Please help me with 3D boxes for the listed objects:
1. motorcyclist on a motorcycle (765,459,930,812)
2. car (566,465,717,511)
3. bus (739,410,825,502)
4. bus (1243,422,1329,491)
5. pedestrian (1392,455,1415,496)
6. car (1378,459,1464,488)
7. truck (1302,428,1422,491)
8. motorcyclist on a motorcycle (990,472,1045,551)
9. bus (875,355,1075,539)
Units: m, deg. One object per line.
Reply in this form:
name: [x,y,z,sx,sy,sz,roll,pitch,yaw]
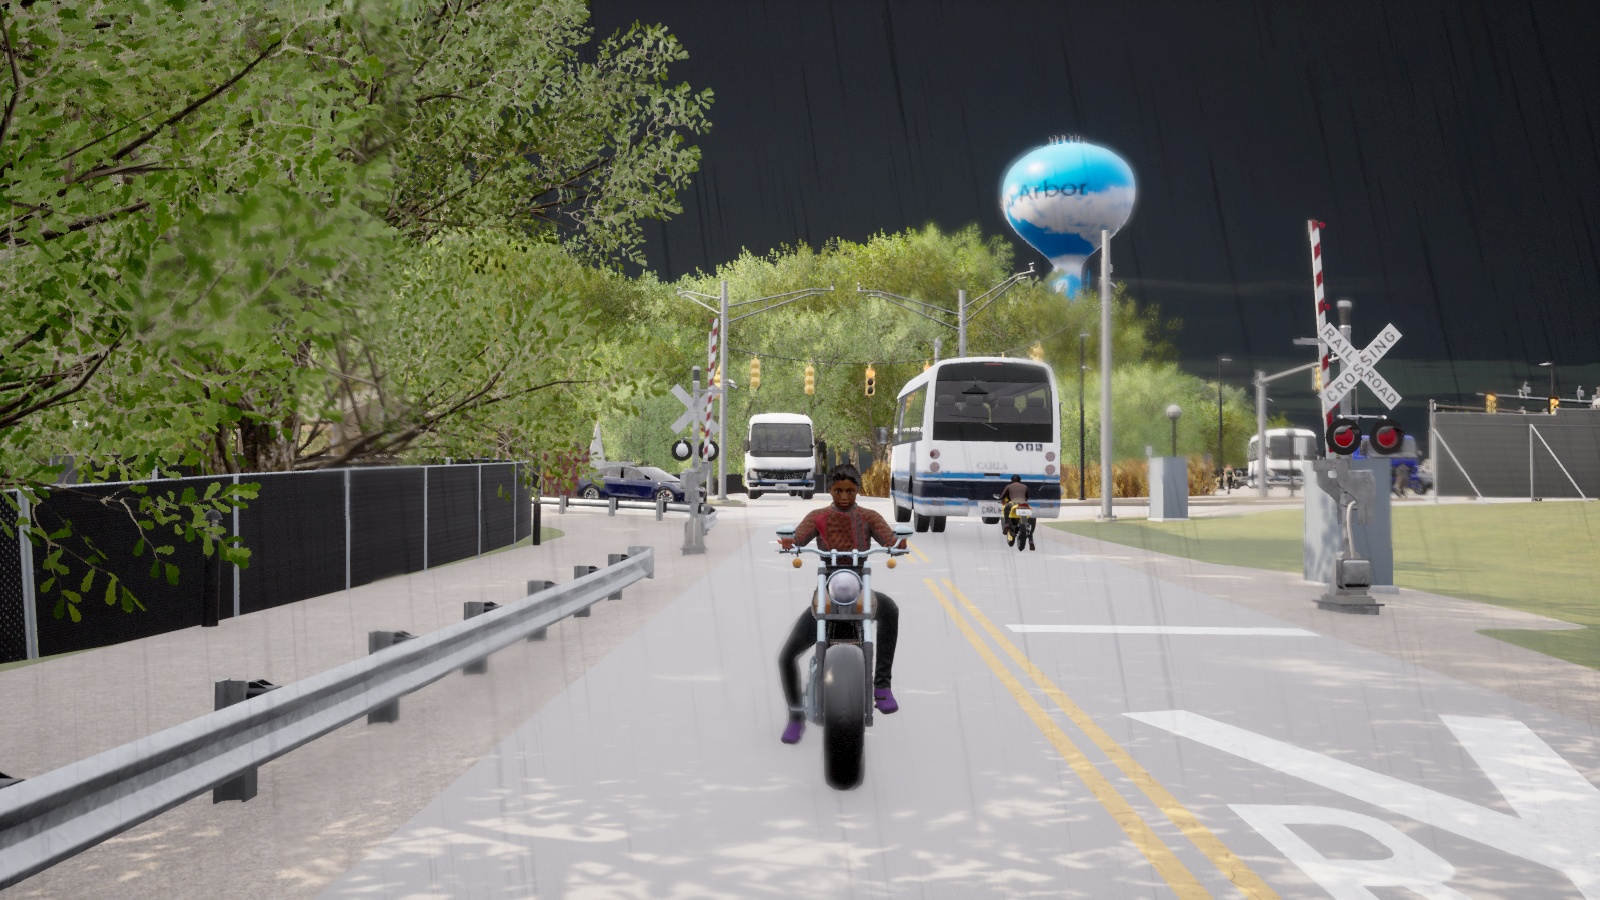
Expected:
motorcyclist on a motorcycle: [0.255,0.884,7.056,0.766,1.649,2.350,0,-1,2]
car: [-5.465,1.299,43.211,4.792,1.488,2.163,0,-1,28]
bus: [-1.095,0.340,63.788,3.944,4.253,10.273,0,-1,-3]
bus: [33.063,0.568,85.931,3.944,4.253,10.273,0,-3,12]
pedestrian: [29.245,1.246,60.893,0.659,1.952,0.873,0,-3,0]
car: [36.102,1.367,73.142,2.152,1.651,5.027,0,-1,-5]
truck: [32.452,0.593,72.944,2.891,3.462,7.936,0,-1,-5]
motorcyclist on a motorcycle: [4.381,1.217,25.429,0.797,1.523,2.044,0,-1,1]
bus: [4.386,-0.010,34.388,3.944,4.253,10.273,1,-1,0]
